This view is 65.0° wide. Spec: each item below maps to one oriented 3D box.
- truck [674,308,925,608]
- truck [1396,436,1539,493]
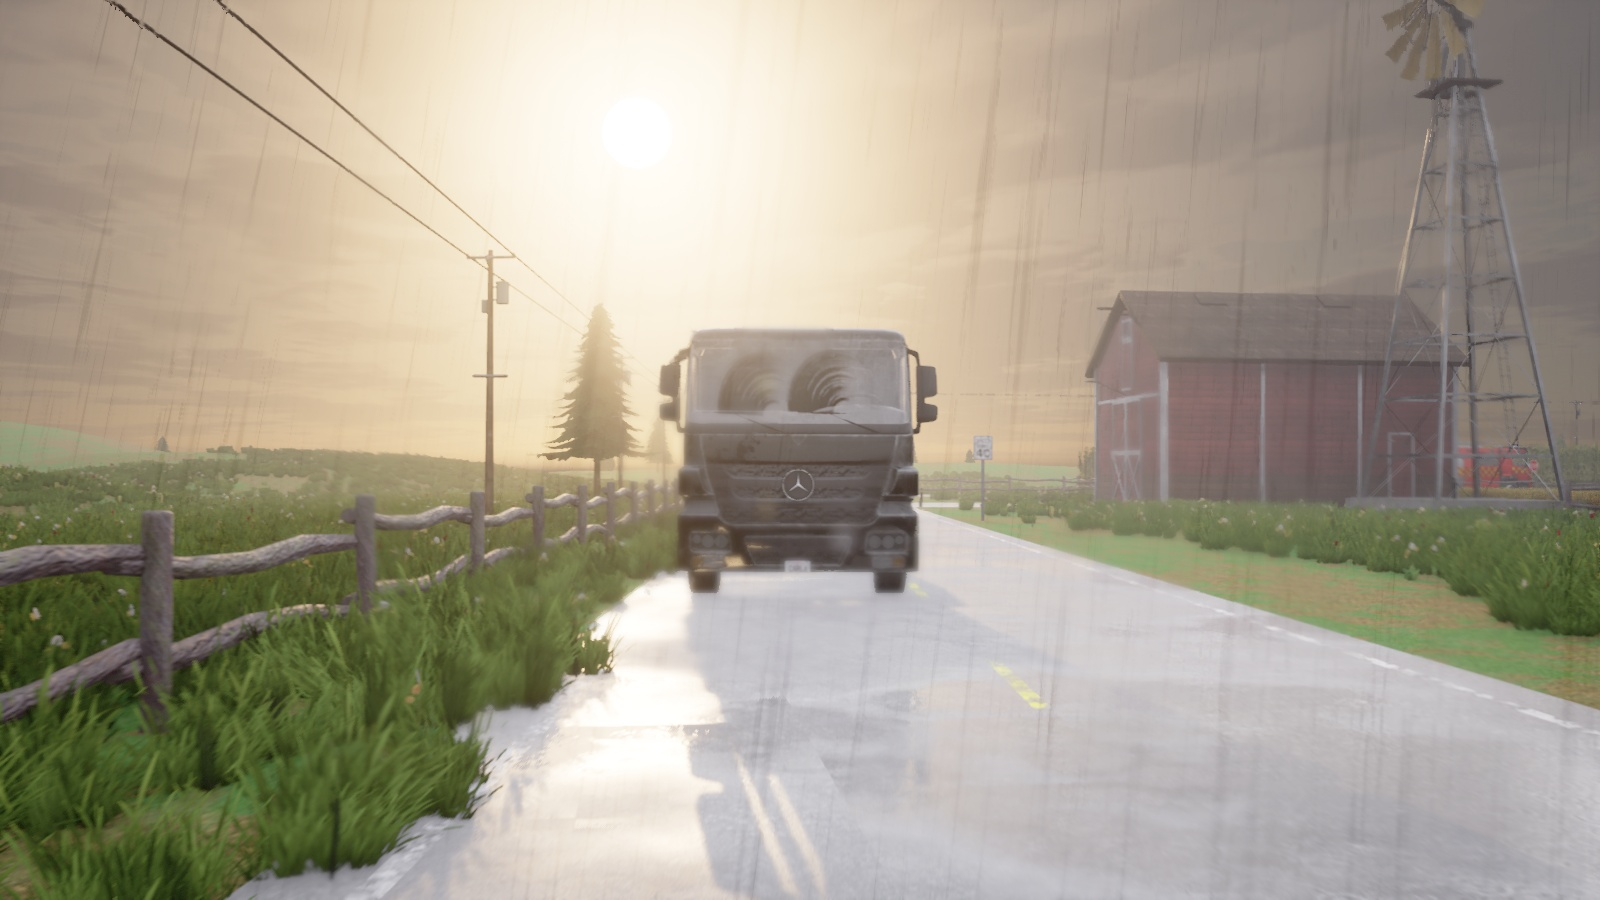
[{"bbox_3d":[-0.033,0.155,18.529,2.891,3.462,7.936,0,-1,0],"label":"truck"},{"bbox_3d":[45.788,0.980,86.294,8.468,3.827,2.891,0,-1,-6],"label":"truck"}]
